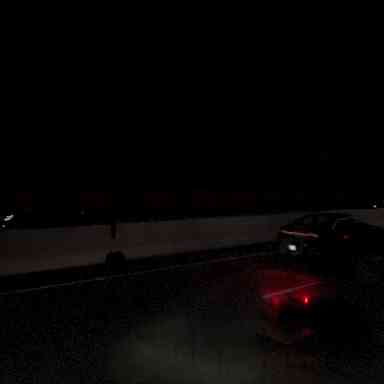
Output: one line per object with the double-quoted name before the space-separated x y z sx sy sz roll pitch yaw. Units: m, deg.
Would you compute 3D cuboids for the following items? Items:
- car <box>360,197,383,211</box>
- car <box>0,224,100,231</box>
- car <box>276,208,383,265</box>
"car" 23.579 1.500 42.310 5.008 1.535 1.882 0 0 -35
"car" -5.561 1.567 12.924 4.181 1.385 1.994 0 0 -36
"car" 5.071 1.497 11.671 4.902 1.511 2.128 0 0 -35
